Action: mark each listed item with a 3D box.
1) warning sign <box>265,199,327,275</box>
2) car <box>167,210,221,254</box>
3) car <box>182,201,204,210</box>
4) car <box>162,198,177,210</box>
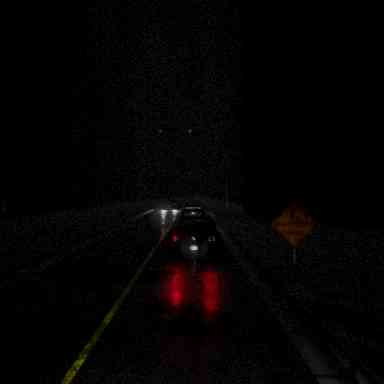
[{"bbox_3d":[2.713,1.137,8.858,1.300,1.860,1.060,0,-1,0],"label":"warning sign"},{"bbox_3d":[0.081,1.635,13.628,1.895,1.301,4.718,0,0,0],"label":"car"},{"bbox_3d":[0.088,1.576,30.265,2.128,1.511,4.902,0,0,0],"label":"car"},{"bbox_3d":[-3.080,1.653,46.241,1.837,1.490,4.892,0,0,0],"label":"car"}]
